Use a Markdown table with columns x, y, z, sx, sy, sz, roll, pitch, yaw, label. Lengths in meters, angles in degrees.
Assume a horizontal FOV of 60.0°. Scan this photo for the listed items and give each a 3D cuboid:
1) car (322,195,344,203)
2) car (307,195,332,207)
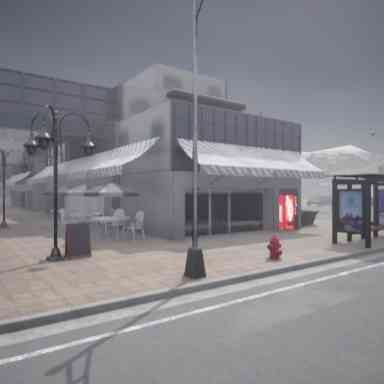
| x | y | z | sx | sy | sz | roll | pitch | yaw | label |
| --- | --- | --- | --- | --- | --- | --- | --- | --- | --- |
| 28.334 | 1.450 | 66.886 | 4.514 | 1.523 | 2.007 | 0 | 0 | -36 | car |
| 19.063 | 1.303 | 48.768 | 5.027 | 1.636 | 2.152 | 0 | 0 | -36 | car |
